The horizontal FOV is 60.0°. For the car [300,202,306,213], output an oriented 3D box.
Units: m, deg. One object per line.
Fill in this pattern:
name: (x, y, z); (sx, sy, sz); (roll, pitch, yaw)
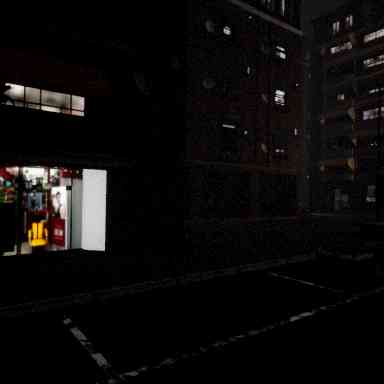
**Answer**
car: (9.164, 1.328, 35.792); (2.192, 1.841, 5.009); (1, -1, -35)

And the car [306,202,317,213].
car: (11.092, 1.418, 37.340); (2.097, 1.767, 4.553); (2, -1, -35)

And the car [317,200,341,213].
car: (15.508, 1.708, 40.460); (1.752, 1.417, 4.829); (1, -1, -35)

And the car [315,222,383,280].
car: (5.469, 1.588, 9.929); (4.206, 1.307, 1.802); (0, 1, -35)
